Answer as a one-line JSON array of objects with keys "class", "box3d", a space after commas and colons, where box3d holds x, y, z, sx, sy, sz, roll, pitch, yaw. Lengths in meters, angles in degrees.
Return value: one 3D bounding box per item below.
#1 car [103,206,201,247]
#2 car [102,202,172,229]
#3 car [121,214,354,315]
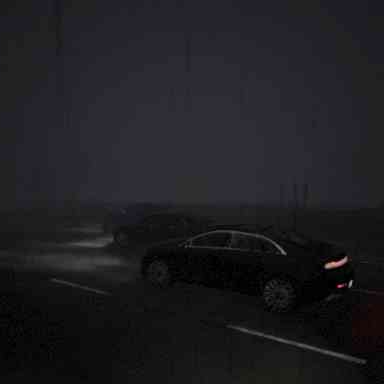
[{"class": "car", "box3d": [-1.002, 1.506, 13.157, 4.892, 1.490, 1.837, 0, 0, 33]}, {"class": "car", "box3d": [-2.825, 1.354, 18.422, 4.553, 1.767, 2.097, 0, 0, 31]}, {"class": "car", "box3d": [0.955, 1.492, 7.582, 4.902, 1.511, 2.128, 0, 0, 35]}]
